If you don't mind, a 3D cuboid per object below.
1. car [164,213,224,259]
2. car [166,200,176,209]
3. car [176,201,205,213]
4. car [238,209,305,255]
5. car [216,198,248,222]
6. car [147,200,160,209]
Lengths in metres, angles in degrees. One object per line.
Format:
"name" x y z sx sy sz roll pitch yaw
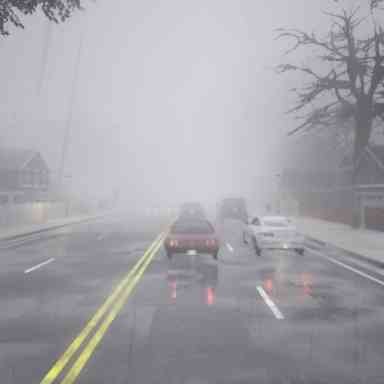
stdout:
"car" 0.020 1.734 13.247 1.895 1.301 4.718 0 -1 0
"car" -3.254 2.127 56.567 1.994 1.385 4.181 0 -1 1
"car" 0.027 1.636 28.420 2.097 1.767 4.553 0 -1 0
"car" 3.278 1.665 13.901 1.812 1.442 4.674 0 0 1
"car" 3.266 1.501 27.552 2.150 2.045 5.566 0 0 0
"car" -6.507 2.070 56.566 1.837 1.490 4.892 0 -1 0
